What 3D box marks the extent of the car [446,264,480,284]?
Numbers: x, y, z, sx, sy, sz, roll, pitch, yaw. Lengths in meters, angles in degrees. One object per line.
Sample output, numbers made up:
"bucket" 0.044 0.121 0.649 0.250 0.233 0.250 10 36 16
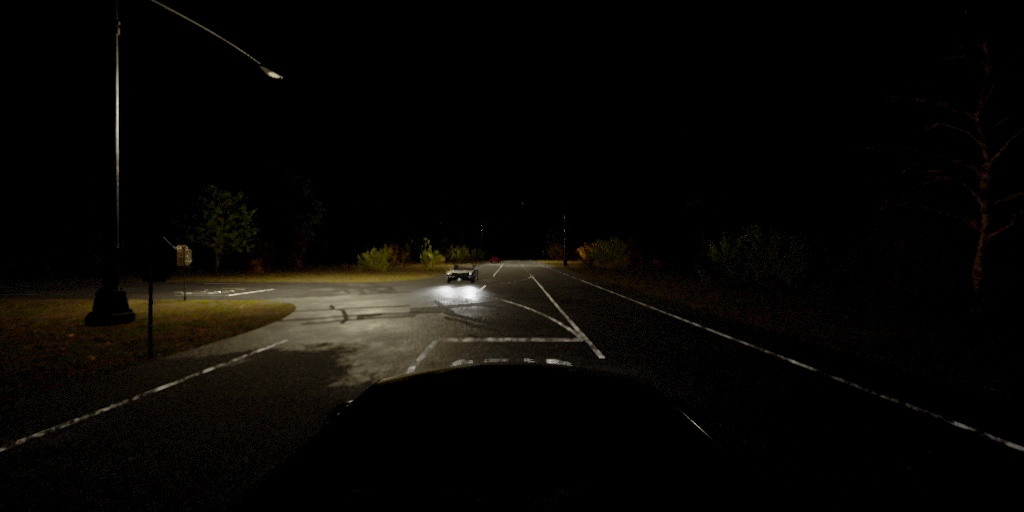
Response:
"car" -3.445 1.230 25.702 1.895 1.301 4.718 0 0 0
